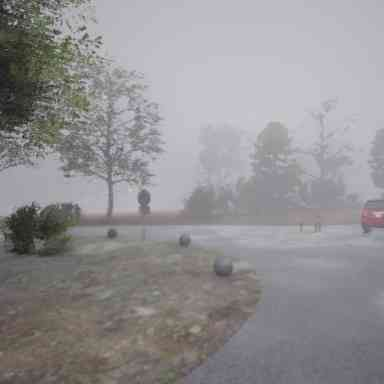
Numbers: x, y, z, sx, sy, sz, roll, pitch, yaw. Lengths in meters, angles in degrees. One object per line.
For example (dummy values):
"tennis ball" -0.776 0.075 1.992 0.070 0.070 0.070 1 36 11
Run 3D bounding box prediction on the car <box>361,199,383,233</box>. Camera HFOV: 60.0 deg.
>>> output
"car" 12.213 1.424 20.331 2.150 2.045 5.566 -3 -2 45
